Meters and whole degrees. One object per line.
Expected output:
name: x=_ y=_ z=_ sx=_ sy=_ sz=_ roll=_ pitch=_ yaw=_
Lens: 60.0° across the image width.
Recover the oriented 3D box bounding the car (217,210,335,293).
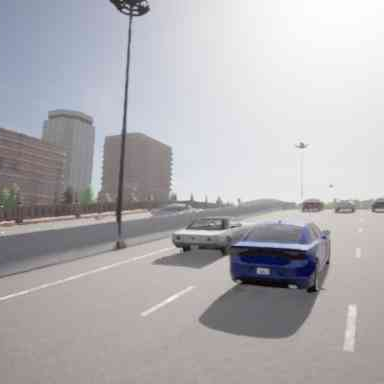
car: x=2.602 y=1.474 z=9.092 sx=1.882 sy=1.535 sz=5.008 roll=-2 pitch=0 yaw=27

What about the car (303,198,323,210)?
car: x=14.439 y=1.451 z=39.593 sx=1.882 sy=1.535 sz=5.008 roll=-2 pitch=-2 yaw=27

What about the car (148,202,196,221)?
car: x=-1.757 y=1.787 z=31.560 sx=2.033 sy=1.411 sz=5.357 roll=-2 pitch=0 yaw=27

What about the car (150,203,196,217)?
car: x=-1.324 y=1.690 z=24.783 sx=1.837 sy=1.490 sz=4.892 roll=-2 pitch=0 yaw=27

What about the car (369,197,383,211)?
car: x=20.455 y=1.307 z=35.989 sx=1.837 sy=1.490 sz=4.892 roll=-2 pitch=-1 yaw=27

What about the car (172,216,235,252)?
car: x=1.114 y=1.662 z=13.824 sx=1.895 sy=1.301 sz=4.718 roll=-2 pitch=0 yaw=27

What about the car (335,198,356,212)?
car: x=16.828 y=1.395 z=36.590 sx=1.812 sy=1.442 sz=4.674 roll=-2 pitch=-1 yaw=27
